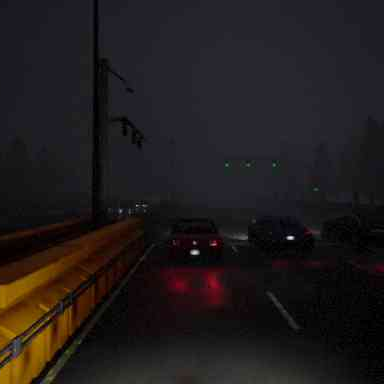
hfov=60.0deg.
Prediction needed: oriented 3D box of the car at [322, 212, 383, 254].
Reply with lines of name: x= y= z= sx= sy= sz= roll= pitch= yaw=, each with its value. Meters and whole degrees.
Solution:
car: x=7.108 y=1.593 z=14.027 sx=2.128 sy=1.511 sz=4.902 roll=0 pitch=0 yaw=0

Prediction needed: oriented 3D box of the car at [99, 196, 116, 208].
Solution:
car: x=-13.986 y=1.607 z=54.995 sx=2.150 sy=2.045 sz=5.566 roll=0 pitch=-1 yaw=1

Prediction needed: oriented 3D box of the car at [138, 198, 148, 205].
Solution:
car: x=-10.412 y=2.011 z=69.673 sx=1.812 sy=1.442 sz=4.674 roll=0 pitch=0 yaw=0

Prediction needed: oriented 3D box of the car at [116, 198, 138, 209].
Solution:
car: x=-10.494 y=1.903 z=54.034 sx=1.812 sy=1.442 sz=4.674 roll=0 pitch=-1 yaw=0

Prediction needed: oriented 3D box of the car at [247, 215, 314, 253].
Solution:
car: x=3.608 y=1.665 z=14.175 sx=1.994 sy=1.385 sz=4.181 roll=0 pitch=0 yaw=0

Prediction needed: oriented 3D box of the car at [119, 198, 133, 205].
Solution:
car: x=-13.911 y=2.044 z=70.377 sx=1.994 sy=1.385 sz=4.181 roll=0 pitch=0 yaw=0

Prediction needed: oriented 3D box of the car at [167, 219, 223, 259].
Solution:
car: x=0.105 y=1.693 z=13.043 sx=1.895 sy=1.301 sz=4.718 roll=0 pitch=0 yaw=0
